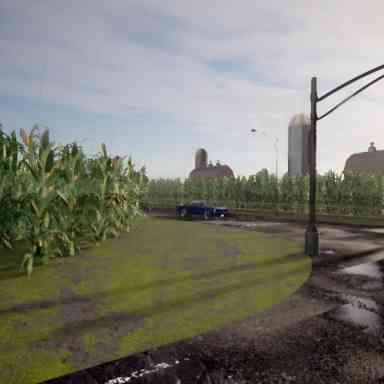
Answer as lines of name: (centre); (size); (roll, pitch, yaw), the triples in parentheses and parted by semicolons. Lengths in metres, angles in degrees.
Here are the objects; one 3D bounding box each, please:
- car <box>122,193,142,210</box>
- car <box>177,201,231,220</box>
car: (-7.644, 0.911, 37.087); (2.150, 2.045, 5.566); (2, -1, -38)
car: (0.880, 1.399, 26.089); (1.895, 1.301, 4.718); (2, 0, -38)
